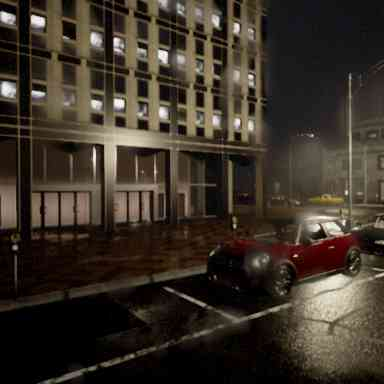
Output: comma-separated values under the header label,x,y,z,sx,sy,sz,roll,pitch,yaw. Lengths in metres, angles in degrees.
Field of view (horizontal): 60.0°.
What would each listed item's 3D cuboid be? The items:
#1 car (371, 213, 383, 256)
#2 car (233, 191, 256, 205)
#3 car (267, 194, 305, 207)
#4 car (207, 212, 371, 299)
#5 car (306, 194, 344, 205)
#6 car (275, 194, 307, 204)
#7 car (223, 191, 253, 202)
label,x,y,z,sx,sy,sz,roll,pitch,yaw
car,6.955,1.395,11.486,4.403,1.369,2.008,-1,1,-35
car,7.136,0.777,42.600,2.192,1.841,5.009,0,0,-35
car,10.273,1.038,38.039,2.008,1.369,4.403,0,0,-35
car,2.314,1.357,8.188,4.097,1.590,1.967,-1,1,-35
car,17.084,0.950,42.924,1.752,1.417,4.829,0,0,-35
car,14.043,0.982,47.347,1.802,1.307,4.206,0,0,-35
car,7.769,0.668,56.471,2.192,1.841,5.009,0,0,-35
